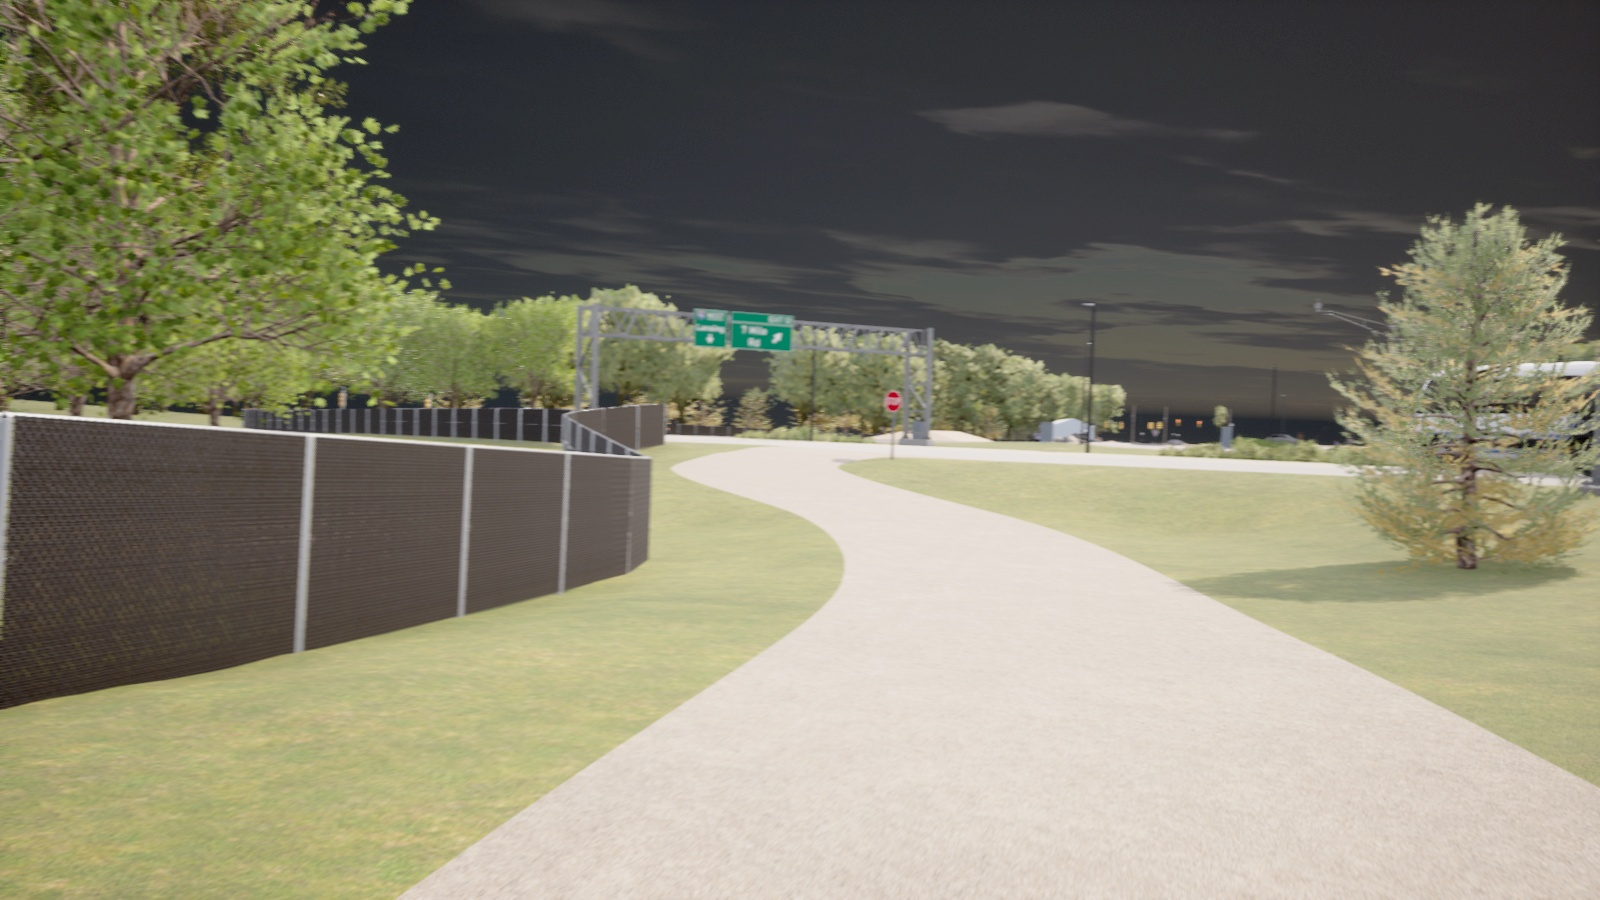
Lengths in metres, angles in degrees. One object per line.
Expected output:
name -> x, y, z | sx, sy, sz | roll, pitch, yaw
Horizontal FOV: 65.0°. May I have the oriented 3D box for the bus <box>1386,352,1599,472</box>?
bus -> 28.491, -1.427, 48.279 | 3.944, 4.253, 10.273 | 0, 1, -31
